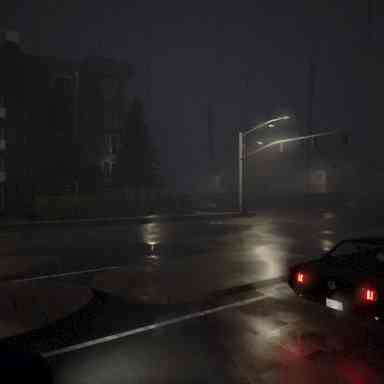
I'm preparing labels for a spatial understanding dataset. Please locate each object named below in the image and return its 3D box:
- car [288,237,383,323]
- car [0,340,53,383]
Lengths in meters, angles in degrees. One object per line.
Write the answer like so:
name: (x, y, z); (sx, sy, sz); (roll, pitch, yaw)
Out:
car: (4.205, 1.601, 6.863); (4.718, 1.301, 1.895); (0, 0, -35)
car: (-3.116, 1.526, 1.538); (4.674, 1.442, 1.812); (0, 0, -36)
